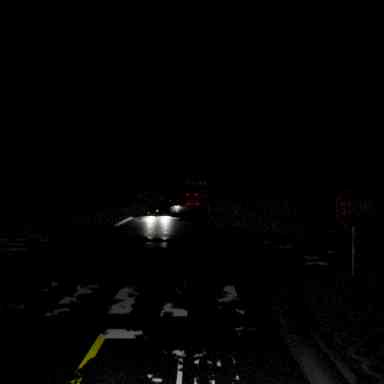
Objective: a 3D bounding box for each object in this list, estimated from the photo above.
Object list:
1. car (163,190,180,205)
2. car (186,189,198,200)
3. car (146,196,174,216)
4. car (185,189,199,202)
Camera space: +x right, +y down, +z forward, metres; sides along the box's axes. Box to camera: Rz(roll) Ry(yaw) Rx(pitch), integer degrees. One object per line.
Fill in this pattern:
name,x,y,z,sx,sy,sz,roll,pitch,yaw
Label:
car,-2.847,0.730,47.238,2.150,2.045,5.566,0,1,0
car,-0.015,0.410,66.835,2.150,2.045,5.566,0,1,0
car,-2.856,1.324,29.052,1.994,1.385,4.181,0,1,-1
car,-0.013,0.588,56.415,2.150,2.045,5.566,0,1,0
